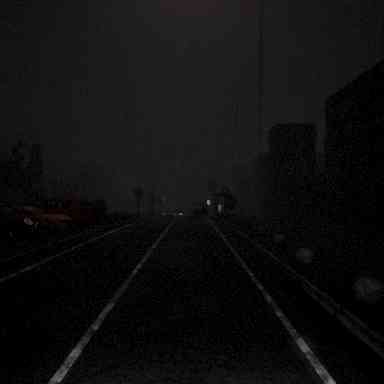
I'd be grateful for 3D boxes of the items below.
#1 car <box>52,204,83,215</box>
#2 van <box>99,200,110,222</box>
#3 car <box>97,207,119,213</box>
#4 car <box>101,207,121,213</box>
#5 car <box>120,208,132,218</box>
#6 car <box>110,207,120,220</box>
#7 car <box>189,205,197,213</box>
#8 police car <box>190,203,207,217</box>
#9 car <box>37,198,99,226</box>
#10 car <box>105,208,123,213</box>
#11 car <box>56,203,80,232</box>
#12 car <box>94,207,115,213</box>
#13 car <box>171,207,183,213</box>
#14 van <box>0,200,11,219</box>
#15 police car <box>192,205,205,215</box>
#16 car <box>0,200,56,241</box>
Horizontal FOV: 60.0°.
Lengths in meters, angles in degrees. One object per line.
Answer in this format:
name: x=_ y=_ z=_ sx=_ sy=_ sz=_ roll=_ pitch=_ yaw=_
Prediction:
car: x=-21.940 y=3.081 z=58.827 sx=4.553 sy=1.767 sz=2.185 roll=0 pitch=-3 yaw=0
van: x=-9.641 y=1.616 z=28.345 sx=4.442 sy=1.987 sz=1.878 roll=0 pitch=-2 yaw=0
car: x=-21.782 y=4.685 z=86.393 sx=4.892 sy=1.521 sz=2.231 roll=0 pitch=-3 yaw=0
car: x=-21.779 y=4.859 z=89.661 sx=5.008 sy=1.535 sz=2.097 roll=0 pitch=-3 yaw=0
car: x=-9.366 y=2.043 z=34.290 sx=5.366 sy=1.575 sz=1.946 roll=0 pitch=-2 yaw=0
car: x=-9.569 y=1.815 z=31.377 sx=4.553 sy=1.767 sz=2.185 roll=0 pitch=-2 yaw=0
car: x=0.197 y=4.771 z=94.287 sx=2.150 sy=2.045 sz=5.566 roll=0 pitch=-3 yaw=0
police car: x=0.997 y=2.392 z=43.659 sx=1.930 sy=1.638 sz=5.238 roll=0 pitch=-3 yaw=0
car: x=-9.519 y=1.411 z=22.156 sx=5.566 sy=2.045 sz=2.435 roll=0 pitch=-2 yaw=0
car: x=-21.757 y=5.068 z=92.803 sx=4.674 sy=1.452 sz=2.002 roll=0 pitch=-3 yaw=0
car: x=-9.469 y=1.593 z=19.233 sx=5.008 sy=1.535 sz=2.097 roll=0 pitch=-1 yaw=-1
car: x=-21.799 y=4.549 z=83.119 sx=4.674 sy=1.452 sz=2.002 roll=0 pitch=-3 yaw=0
car: x=-3.121 y=4.213 z=75.957 sx=1.994 sy=1.385 sz=4.181 roll=0 pitch=-3 yaw=0
van: x=-21.704 y=1.843 z=34.892 sx=4.442 sy=1.987 sz=1.878 roll=0 pitch=-2 yaw=0
police car: x=1.023 y=2.914 z=53.657 sx=1.930 sy=1.638 sz=5.238 roll=0 pitch=-3 yaw=0
car: x=-9.469 y=1.397 z=16.201 sx=4.553 sy=1.767 sz=2.185 roll=0 pitch=-1 yaw=-1
